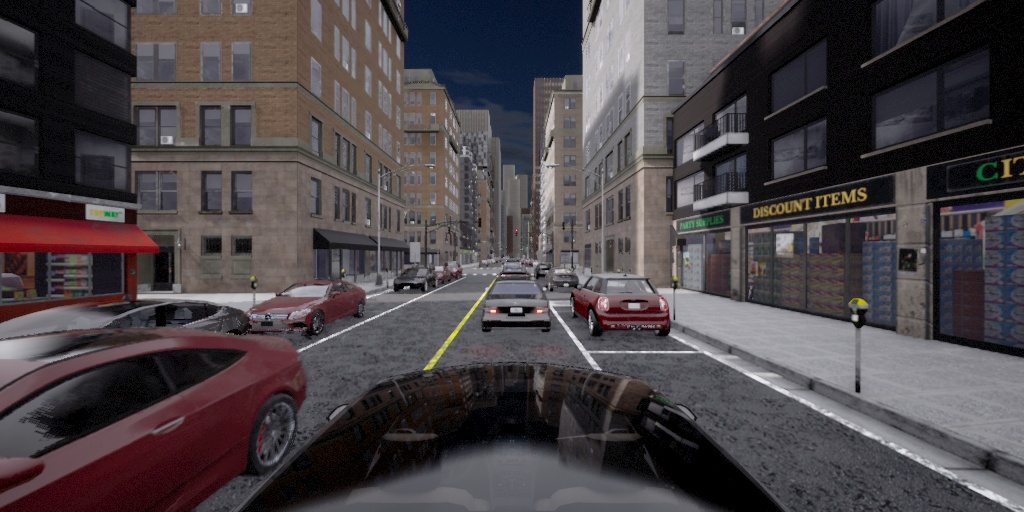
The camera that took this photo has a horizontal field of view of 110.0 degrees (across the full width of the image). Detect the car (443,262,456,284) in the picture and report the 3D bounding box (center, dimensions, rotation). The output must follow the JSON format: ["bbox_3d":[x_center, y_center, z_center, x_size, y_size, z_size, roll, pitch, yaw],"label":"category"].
[{"bbox_3d":[-5.607,1.354,26.877,1.802,1.307,4.207,0,0,0],"label":"car"}]

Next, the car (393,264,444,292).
[{"bbox_3d":[-5.621,1.333,21.376,1.948,1.339,4.313,0,0,0],"label":"car"}]

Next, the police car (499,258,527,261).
[{"bbox_3d":[0.072,1.202,31.367,1.930,1.638,5.238,0,0,0],"label":"police car"}]

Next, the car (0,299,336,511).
[{"bbox_3d":[-3.103,1.276,2.069,1.812,1.442,4.674,0,0,0],"label":"car"}]

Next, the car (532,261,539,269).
[{"bbox_3d":[2.933,1.344,32.356,1.948,1.339,4.313,0,0,0],"label":"car"}]

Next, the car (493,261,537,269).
[{"bbox_3d":[0.146,1.258,21.348,2.128,1.511,4.902,0,0,0],"label":"car"}]

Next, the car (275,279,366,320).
[{"bbox_3d":[-5.649,1.339,10.373,1.802,1.307,4.207,0,0,0],"label":"car"}]

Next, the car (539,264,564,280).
[{"bbox_3d":[2.904,1.317,21.354,2.007,1.370,4.403,0,0,0],"label":"car"}]

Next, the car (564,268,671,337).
[{"bbox_3d":[2.876,1.197,10.351,1.967,1.591,4.097,0,0,0],"label":"car"}]

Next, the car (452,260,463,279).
[{"bbox_3d":[-5.592,1.218,32.379,1.967,1.591,4.097,0,0,0],"label":"car"}]

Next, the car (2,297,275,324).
[{"bbox_3d":[-5.664,1.318,4.872,1.948,1.339,4.313,0,0,0],"label":"car"}]

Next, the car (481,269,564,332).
[{"bbox_3d":[0.118,1.305,10.825,2.033,1.411,5.357,0,0,0],"label":"car"}]
